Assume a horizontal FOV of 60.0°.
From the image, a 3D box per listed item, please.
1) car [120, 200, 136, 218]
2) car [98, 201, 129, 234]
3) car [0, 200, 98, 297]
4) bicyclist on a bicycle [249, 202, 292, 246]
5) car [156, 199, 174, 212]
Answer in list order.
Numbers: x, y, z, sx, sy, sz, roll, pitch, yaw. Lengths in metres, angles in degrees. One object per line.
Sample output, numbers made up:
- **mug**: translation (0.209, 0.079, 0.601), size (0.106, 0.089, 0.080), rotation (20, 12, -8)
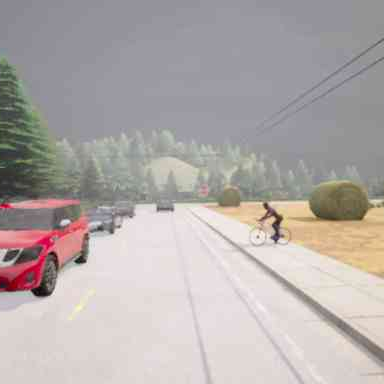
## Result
- **car**: translation (-6.041, 1.501, 29.615), size (1.837, 1.490, 4.892), rotation (-1, 0, -5)
- **car**: translation (-5.167, 1.513, 19.226), size (2.128, 1.511, 4.902), rotation (-1, 0, -5)
- **car**: translation (-4.292, 1.267, 8.946), size (2.150, 2.045, 5.566), rotation (-1, 0, -5)
- **bicyclist on a bicycle**: translation (2.920, 1.202, 12.420), size (1.656, 1.620, 0.582), rotation (-1, 0, -5)
- **car**: translation (-3.036, 1.475, 37.604), size (1.994, 1.385, 4.181), rotation (-1, 0, -5)
